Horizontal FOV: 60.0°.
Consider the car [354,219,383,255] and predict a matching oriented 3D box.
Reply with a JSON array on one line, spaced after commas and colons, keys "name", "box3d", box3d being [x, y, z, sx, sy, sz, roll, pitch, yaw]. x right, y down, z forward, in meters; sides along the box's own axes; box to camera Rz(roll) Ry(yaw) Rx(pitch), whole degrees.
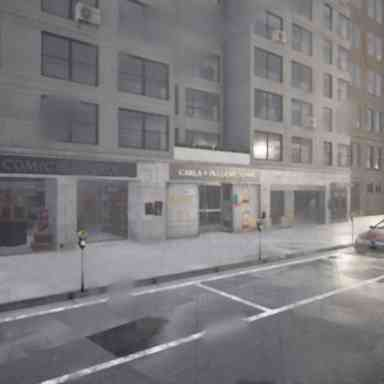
[{"name": "car", "box3d": [7.639, 1.604, 12.186, 4.206, 1.307, 1.802, 0, 0, -36]}]
